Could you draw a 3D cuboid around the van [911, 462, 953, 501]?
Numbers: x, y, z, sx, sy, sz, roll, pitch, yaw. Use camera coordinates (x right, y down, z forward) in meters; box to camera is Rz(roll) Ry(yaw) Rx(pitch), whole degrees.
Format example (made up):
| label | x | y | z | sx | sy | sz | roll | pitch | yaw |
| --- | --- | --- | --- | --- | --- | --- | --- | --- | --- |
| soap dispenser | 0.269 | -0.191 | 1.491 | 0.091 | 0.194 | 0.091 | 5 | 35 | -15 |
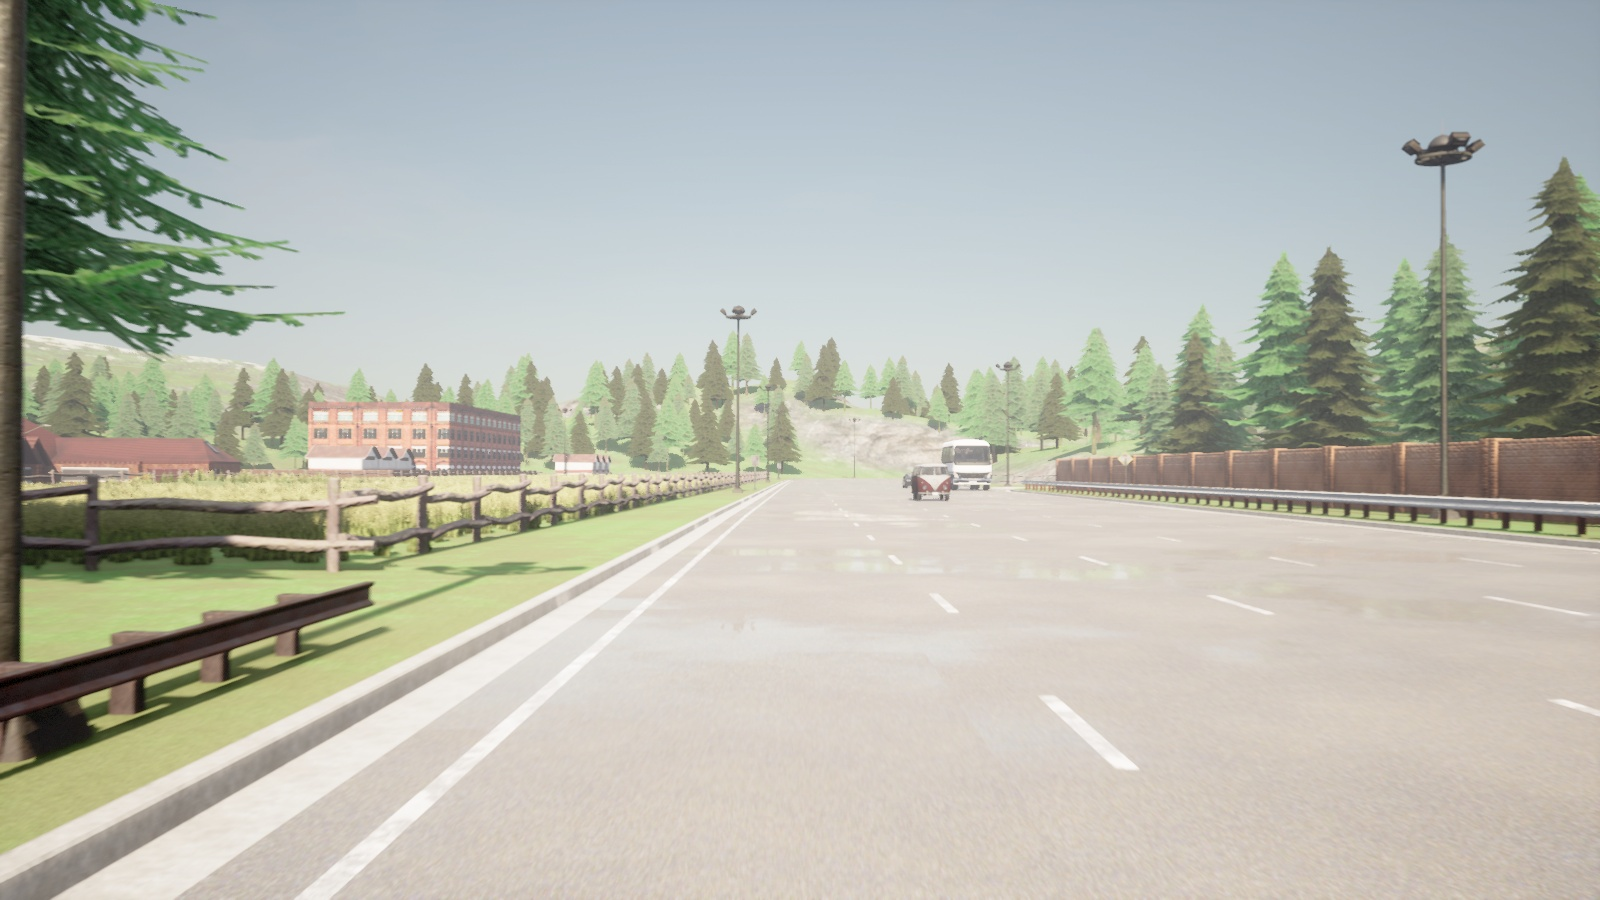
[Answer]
| label | x | y | z | sx | sy | sz | roll | pitch | yaw |
| --- | --- | --- | --- | --- | --- | --- | --- | --- | --- |
| van | 6.967 | 1.655 | 66.650 | 1.775 | 1.987 | 4.442 | 0 | -1 | 0 |
